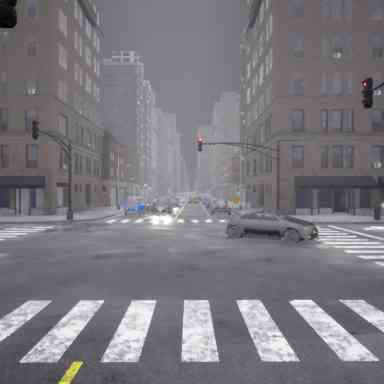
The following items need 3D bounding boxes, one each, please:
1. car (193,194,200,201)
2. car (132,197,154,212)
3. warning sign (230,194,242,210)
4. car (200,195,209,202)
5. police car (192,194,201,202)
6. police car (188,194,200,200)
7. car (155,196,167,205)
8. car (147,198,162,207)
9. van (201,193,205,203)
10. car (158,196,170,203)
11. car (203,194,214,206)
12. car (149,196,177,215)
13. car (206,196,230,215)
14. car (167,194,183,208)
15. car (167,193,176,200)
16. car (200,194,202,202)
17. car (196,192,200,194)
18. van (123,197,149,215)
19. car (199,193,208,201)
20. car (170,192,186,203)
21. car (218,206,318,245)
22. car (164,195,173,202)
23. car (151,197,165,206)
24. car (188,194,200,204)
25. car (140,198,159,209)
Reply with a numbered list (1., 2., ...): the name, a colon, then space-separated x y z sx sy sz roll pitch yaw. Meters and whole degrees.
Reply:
1. car: 1.110 1.447 89.616 1.801 1.575 5.366 0 0 0
2. car: -5.719 1.442 39.122 1.967 1.590 4.097 0 0 0
3. warning sign: 5.209 1.118 39.410 1.300 1.860 1.060 0 0 0
4. car: 2.952 1.436 78.779 1.967 1.590 4.097 0 0 0
5. police car: 1.083 1.421 79.521 1.930 1.638 5.238 0 0 -1
6. police car: 0.618 1.414 95.445 1.930 1.638 5.238 0 0 -16
7. car: -5.637 1.527 61.625 1.752 1.417 4.829 0 0 0
8. car: -5.678 1.585 50.459 1.802 1.307 4.206 0 0 0
9. van: 2.868 1.344 56.101 1.690 1.788 3.998 0 0 0
10. car: -5.615 1.566 67.463 1.947 1.339 4.313 0 0 0
11. car: 2.827 1.443 44.763 1.967 1.590 4.097 0 0 0
12. car: -2.977 1.493 34.029 2.128 1.511 4.902 0 0 1
13. car: 2.786 1.442 33.425 1.967 1.590 4.097 0 0 0
14. car: -2.919 1.494 49.359 2.128 1.511 4.902 0 0 0
15. car: -5.533 1.306 90.136 2.192 1.841 5.009 0 0 0
16. car: 2.890 1.527 61.940 1.752 1.417 4.829 0 0 0
17. car: 0.263 1.291 72.998 1.882 1.535 5.008 0 0 0
18. van: -5.740 1.343 33.454 1.690 1.788 3.998 0 0 0
19. car: 2.972 1.309 84.448 2.192 1.841 5.009 0 0 0
20. car: -2.756 1.328 67.979 2.150 2.045 5.566 0 0 0
21. car: 3.682 1.569 15.711 4.181 1.385 1.994 0 0 32
22. car: -5.575 1.521 78.630 1.752 1.417 4.829 0 0 0
23. car: -5.657 1.568 56.127 1.947 1.339 4.313 0 0 0
24. car: 0.227 1.602 63.024 1.895 1.301 4.718 0 0 0
25. car: -5.698 1.568 44.790 1.947 1.339 4.313 0 0 0
